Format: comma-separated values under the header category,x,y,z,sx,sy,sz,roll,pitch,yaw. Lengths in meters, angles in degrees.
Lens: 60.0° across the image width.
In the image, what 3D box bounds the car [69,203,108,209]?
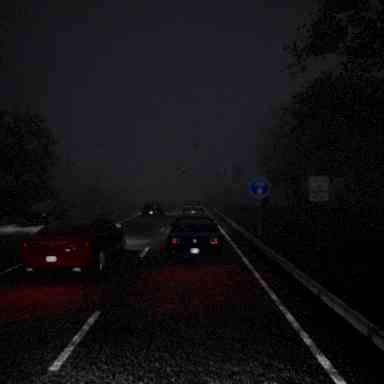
category,x,y,z,sx,sy,sz,roll,pitch,yaw
car,-7.108,1.535,24.374,1.994,1.385,4.181,0,0,0

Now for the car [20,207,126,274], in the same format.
category,x,y,z,sx,sy,sz,roll,pitch,yaw
car,-3.405,1.465,10.522,1.882,1.535,5.008,0,0,0

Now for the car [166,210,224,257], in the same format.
category,x,y,z,sx,sy,sz,roll,pitch,yaw
car,0.093,1.586,12.821,1.895,1.301,4.718,0,0,0

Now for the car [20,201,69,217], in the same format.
category,x,y,z,sx,sy,sz,roll,pitch,yaw
car,-10.609,1.448,24.334,1.882,1.535,5.008,0,0,0

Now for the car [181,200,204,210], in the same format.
category,x,y,z,sx,sy,sz,roll,pitch,yaw
car,0.086,1.456,30.206,2.128,1.511,4.902,0,0,0

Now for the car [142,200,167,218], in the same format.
category,x,y,z,sx,sy,sz,roll,pitch,yaw
car,-3.415,1.469,30.257,1.837,1.490,4.892,0,0,0
